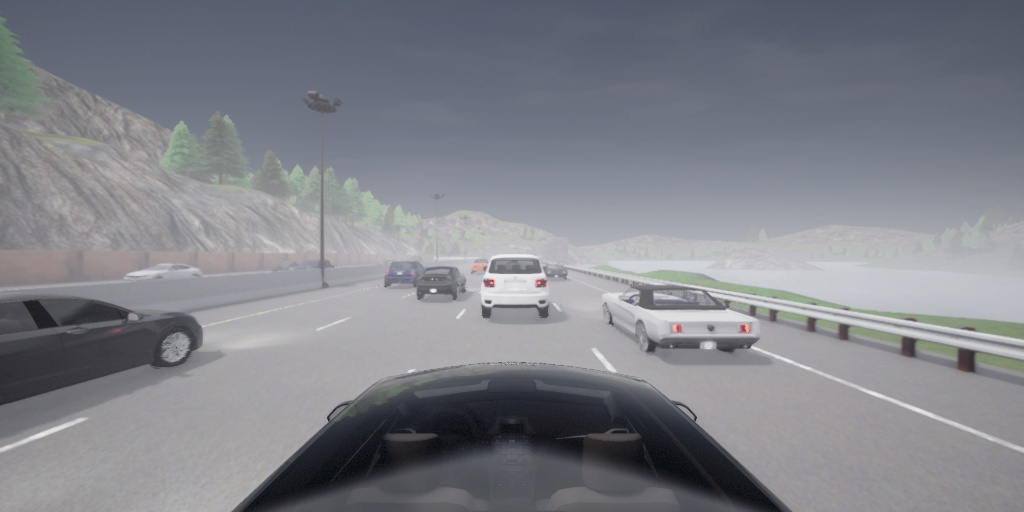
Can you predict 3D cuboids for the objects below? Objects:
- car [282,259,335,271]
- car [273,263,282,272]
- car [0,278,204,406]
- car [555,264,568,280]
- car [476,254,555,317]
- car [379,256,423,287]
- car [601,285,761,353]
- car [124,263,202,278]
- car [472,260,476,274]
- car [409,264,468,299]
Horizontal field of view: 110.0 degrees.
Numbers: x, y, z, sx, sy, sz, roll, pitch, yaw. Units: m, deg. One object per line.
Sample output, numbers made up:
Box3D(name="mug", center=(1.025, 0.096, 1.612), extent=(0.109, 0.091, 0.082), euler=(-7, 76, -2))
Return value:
Box3D(name="car", center=(-17.598, 1.087, 31.653), extent=(2.097, 1.767, 4.553), euler=(0, 0, 0))
Box3D(name="car", center=(-28.080, 1.291, 45.236), extent=(1.994, 1.385, 4.181), euler=(0, 0, 0))
Box3D(name="car", center=(-6.906, 1.253, 4.937), extent=(1.837, 1.490, 4.892), euler=(0, 0, 0))
Box3D(name="car", center=(3.597, 1.335, 31.205), extent=(1.895, 1.301, 4.718), euler=(0, 0, 0))
Box3D(name="car", center=(0.099, 0.965, 13.228), extent=(2.150, 2.045, 5.566), euler=(0, 0, 0))
Box3D(name="car", center=(-6.902, 1.090, 24.174), extent=(2.097, 1.767, 4.553), euler=(0, 0, 0))
Box3D(name="car", center=(3.605, 1.347, 8.786), extent=(1.895, 1.301, 4.718), euler=(0, 0, 0))
Box3D(name="car", center=(-24.598, 1.263, 25.548), extent=(1.812, 1.442, 4.674), euler=(0, 0, 0))
Box3D(name="car", center=(-3.405, 1.081, 41.387), extent=(2.097, 1.767, 4.553), euler=(0, 0, 0))
Box3D(name="car", center=(-3.401, 1.246, 17.930), extent=(1.837, 1.490, 4.892), euler=(0, 0, 0))
